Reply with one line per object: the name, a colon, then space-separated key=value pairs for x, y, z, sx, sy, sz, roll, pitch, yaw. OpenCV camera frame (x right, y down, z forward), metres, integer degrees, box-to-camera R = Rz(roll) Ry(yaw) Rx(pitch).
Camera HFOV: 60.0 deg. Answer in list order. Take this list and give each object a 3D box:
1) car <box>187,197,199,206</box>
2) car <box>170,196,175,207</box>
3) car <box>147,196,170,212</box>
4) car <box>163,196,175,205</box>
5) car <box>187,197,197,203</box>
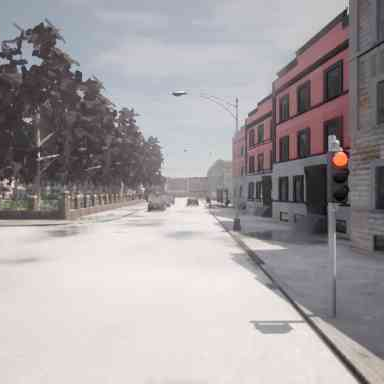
car: x=0.142 y=1.526 z=55.385 sx=1.812 sy=1.442 sz=4.674 roll=0 pitch=0 yaw=0
car: x=-4.074 y=1.547 z=49.223 sx=2.033 sy=1.411 sz=5.357 roll=0 pitch=0 yaw=0
car: x=-4.080 y=1.478 z=39.323 sx=1.882 sy=1.535 sz=5.008 roll=0 pitch=0 yaw=0
car: x=-4.039 y=1.505 z=59.622 sx=1.837 sy=1.490 sz=4.892 roll=0 pitch=0 yaw=0
car: x=0.049 y=1.735 z=73.427 sx=2.033 sy=1.411 sz=5.357 roll=0 pitch=0 yaw=0
